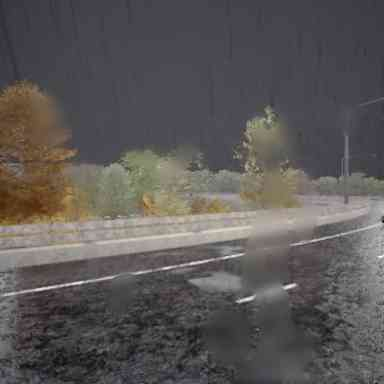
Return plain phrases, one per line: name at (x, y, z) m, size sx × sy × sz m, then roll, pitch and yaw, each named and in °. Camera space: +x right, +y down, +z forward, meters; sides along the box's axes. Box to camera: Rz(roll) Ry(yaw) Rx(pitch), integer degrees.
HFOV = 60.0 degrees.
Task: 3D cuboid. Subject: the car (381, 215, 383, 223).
car at (13.848, 1.636, 21.596) m, size 1.895 × 1.301 × 4.718 m, roll 0°, pitch 0°, yaw 41°
